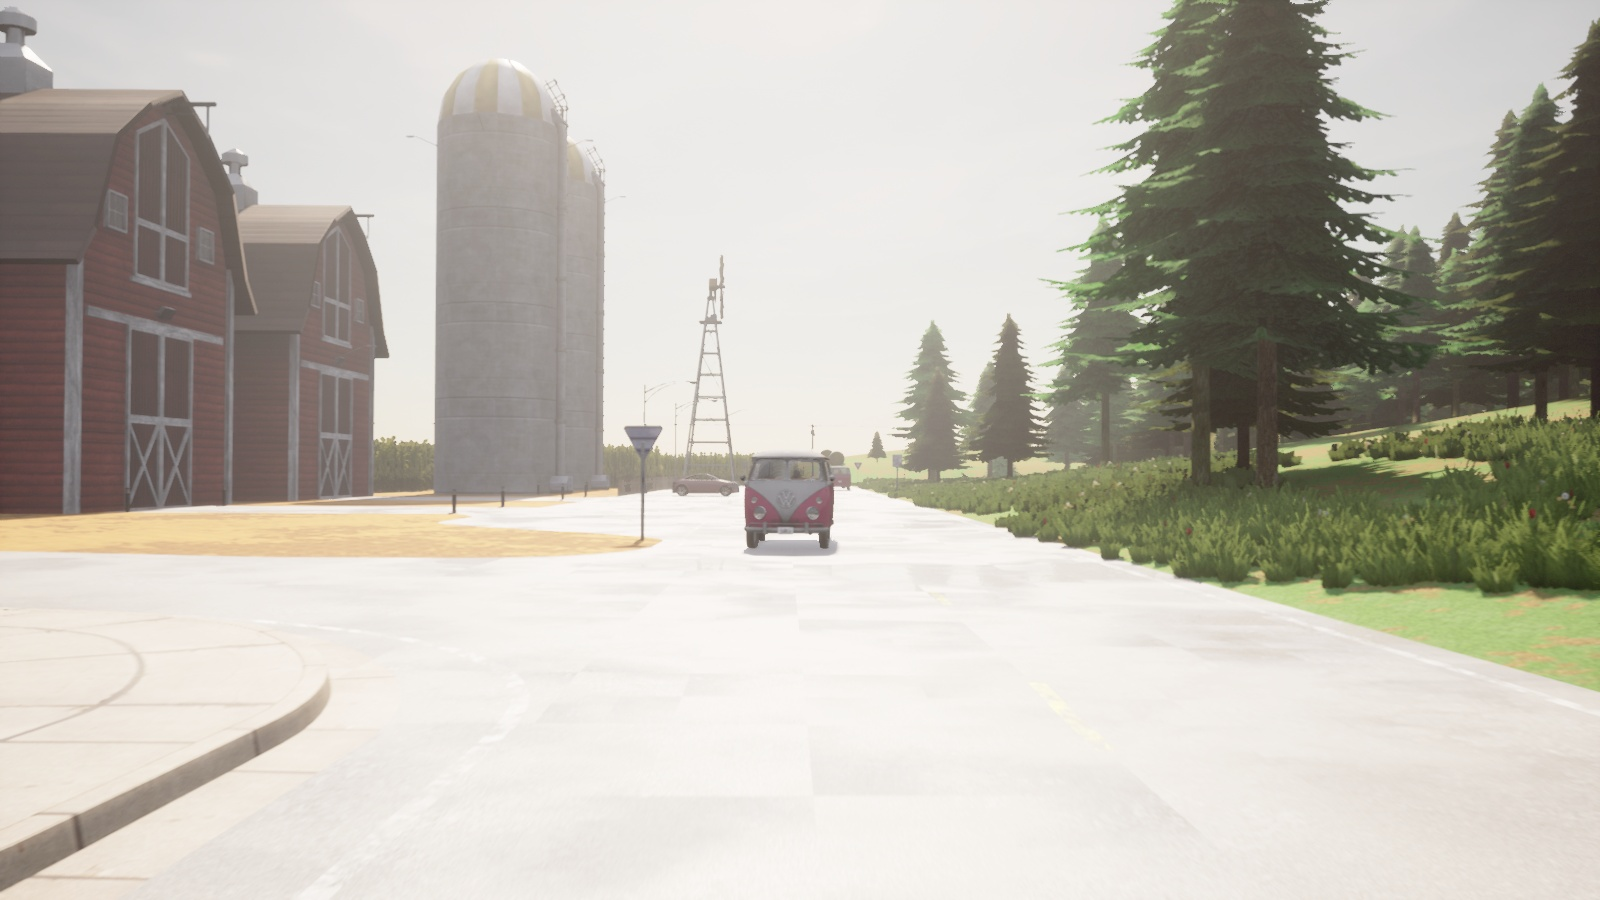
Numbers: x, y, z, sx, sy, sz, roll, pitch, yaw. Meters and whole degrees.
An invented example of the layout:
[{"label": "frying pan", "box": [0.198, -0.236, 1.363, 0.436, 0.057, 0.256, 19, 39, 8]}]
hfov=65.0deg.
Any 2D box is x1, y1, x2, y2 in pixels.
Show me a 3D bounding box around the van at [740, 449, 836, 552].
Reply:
[{"label": "van", "box": [-0.172, 1.012, 26.493, 1.775, 1.987, 4.442, 0, -1, 3]}]
